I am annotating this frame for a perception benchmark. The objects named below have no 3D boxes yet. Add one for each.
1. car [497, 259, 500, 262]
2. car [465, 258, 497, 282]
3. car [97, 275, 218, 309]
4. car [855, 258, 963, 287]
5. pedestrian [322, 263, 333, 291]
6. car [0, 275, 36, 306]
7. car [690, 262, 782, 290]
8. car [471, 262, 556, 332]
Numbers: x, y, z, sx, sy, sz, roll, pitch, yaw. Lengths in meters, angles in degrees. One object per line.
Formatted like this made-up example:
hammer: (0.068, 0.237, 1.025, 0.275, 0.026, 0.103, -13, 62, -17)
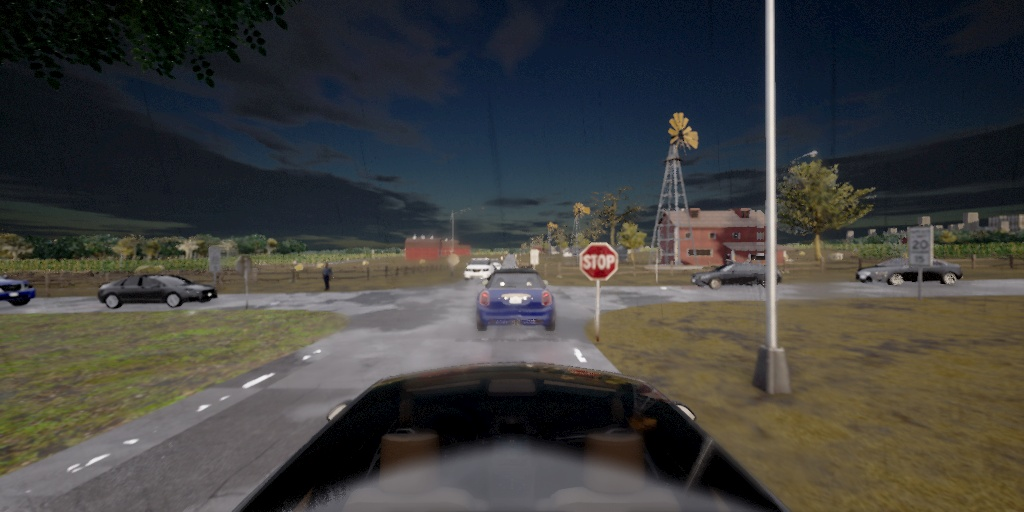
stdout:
car: (-2.815, 1.501, 55.168, 2.150, 2.045, 5.566, 0, -1, 0)
car: (-2.892, 1.213, 32.717, 2.150, 2.045, 5.566, 0, -1, 2)
car: (-17.255, 1.689, 17.602, 4.892, 1.490, 1.837, -1, 1, 0)
car: (22.355, 0.875, 20.332, 4.902, 1.511, 2.128, -1, 1, 0)
pedestrian: (-12.149, 1.340, 23.545, 0.375, 1.860, 0.375, 0, 2, 0)
car: (-27.250, 1.590, 17.651, 5.566, 2.045, 2.150, -1, 1, 1)
car: (12.699, 1.101, 20.428, 4.674, 1.442, 1.812, -1, 1, 2)
car: (0.102, 1.165, 11.213, 2.097, 1.767, 4.553, 0, -1, 0)
